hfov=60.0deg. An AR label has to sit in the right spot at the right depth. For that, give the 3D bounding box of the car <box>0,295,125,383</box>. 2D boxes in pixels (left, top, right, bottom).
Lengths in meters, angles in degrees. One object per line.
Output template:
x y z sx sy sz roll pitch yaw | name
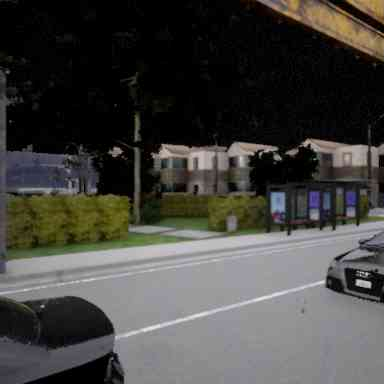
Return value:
-2.896 1.478 1.907 5.008 1.535 1.882 0 0 -34 | car

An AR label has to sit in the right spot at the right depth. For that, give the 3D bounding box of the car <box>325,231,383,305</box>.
4.898 1.563 7.468 4.181 1.385 1.994 0 0 -35 | car
